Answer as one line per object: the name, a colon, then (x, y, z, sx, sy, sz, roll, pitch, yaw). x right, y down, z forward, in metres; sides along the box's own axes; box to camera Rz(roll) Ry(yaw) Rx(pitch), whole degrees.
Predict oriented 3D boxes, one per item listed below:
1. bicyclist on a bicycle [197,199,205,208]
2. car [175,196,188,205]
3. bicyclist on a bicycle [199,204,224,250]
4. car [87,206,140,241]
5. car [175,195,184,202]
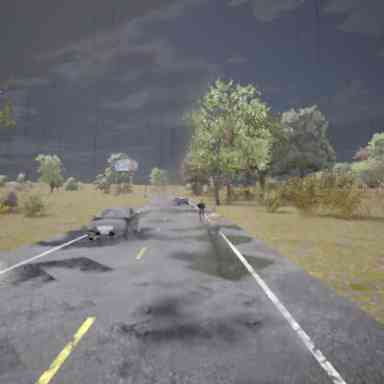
bicyclist on a bicycle: (0.650, 1.332, 23.059, 0.659, 1.776, 1.843, 0, 0, -1)
car: (-1.583, 1.411, 56.218, 1.812, 1.442, 4.674, 0, 0, -3)
bicyclist on a bicycle: (0.868, 1.416, 13.258, 0.866, 1.612, 1.509, 0, 0, -1)
car: (-3.777, 1.468, 16.662, 2.128, 1.511, 4.902, 0, 0, -1)
car: (-2.834, 1.429, 73.675, 1.895, 1.301, 4.718, 0, 0, -5)
